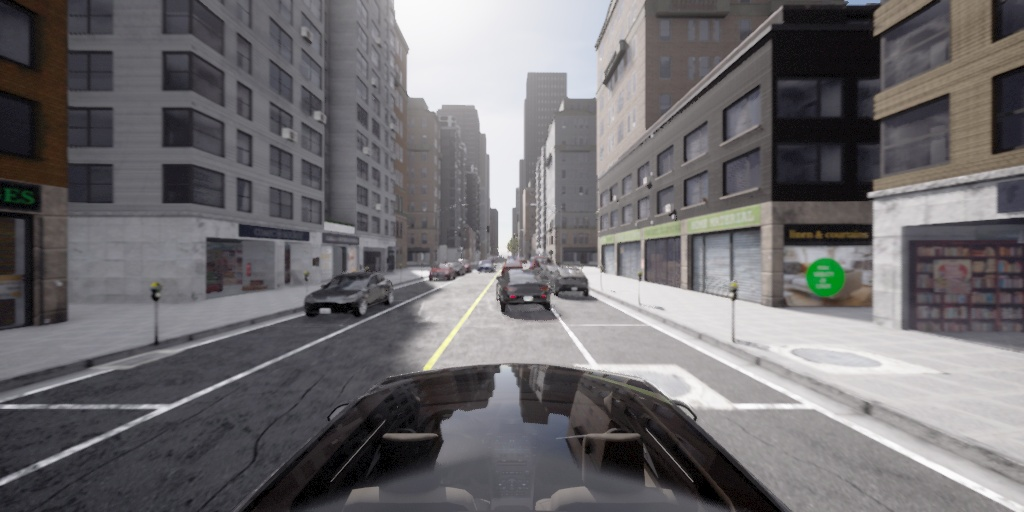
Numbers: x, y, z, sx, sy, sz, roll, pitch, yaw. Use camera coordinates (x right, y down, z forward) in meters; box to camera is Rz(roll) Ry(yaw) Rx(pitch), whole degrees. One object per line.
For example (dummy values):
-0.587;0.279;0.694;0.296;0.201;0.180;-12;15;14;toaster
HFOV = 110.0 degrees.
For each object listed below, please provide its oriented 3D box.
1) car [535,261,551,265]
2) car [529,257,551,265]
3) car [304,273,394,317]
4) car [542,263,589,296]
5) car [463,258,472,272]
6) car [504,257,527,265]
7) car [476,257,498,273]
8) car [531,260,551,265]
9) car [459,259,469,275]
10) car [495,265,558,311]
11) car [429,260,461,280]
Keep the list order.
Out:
2.851;1.246;24.123;2.007;1.370;4.403;0;0;0;car
2.848;0.983;35.171;2.192;1.841;5.009;0;0;0;car
-5.671;1.288;13.061;1.948;1.339;4.313;0;0;0;car
2.853;1.259;18.600;2.007;1.370;4.403;0;0;0;car
-5.680;1.095;40.687;1.967;1.591;4.097;0;0;0;car
0.088;1.156;31.371;1.882;1.535;5.008;0;0;0;car
-3.068;1.199;42.248;2.033;1.411;5.357;0;0;0;car
2.850;1.248;29.647;1.948;1.339;4.313;0;0;0;car
-5.678;1.234;35.162;1.948;1.339;4.313;0;0;0;car
0.360;1.245;14.257;1.812;1.442;4.674;0;0;-5;car
-5.676;1.264;29.637;1.802;1.307;4.207;0;0;0;car
